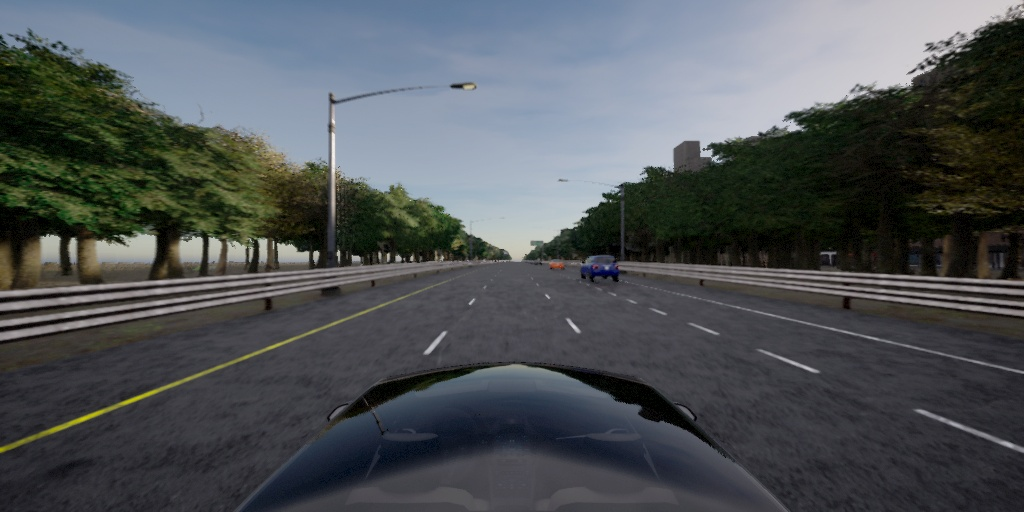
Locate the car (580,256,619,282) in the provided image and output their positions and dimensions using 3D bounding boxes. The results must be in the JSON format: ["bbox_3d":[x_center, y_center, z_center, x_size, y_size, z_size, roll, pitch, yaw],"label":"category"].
[{"bbox_3d":[7.036,0.987,29.216,2.150,2.045,5.566,0,0,0],"label":"car"}]

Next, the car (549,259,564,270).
[{"bbox_3d":[7.165,1.312,58.192,2.097,1.767,4.553,0,-1,0],"label":"car"}]
